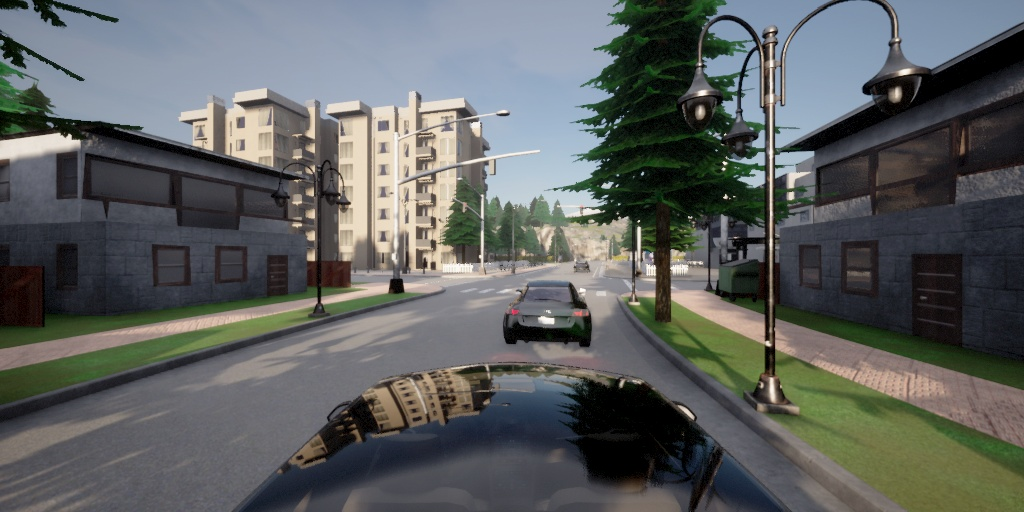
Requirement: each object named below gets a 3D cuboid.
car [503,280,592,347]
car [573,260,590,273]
[{"bbox_3d":[1.004,1.318,9.445,1.994,1.385,4.181,0,0,8],"label":"car"},{"bbox_3d":[8.774,1.299,44.979,2.128,1.511,4.902,0,0,14],"label":"car"}]
